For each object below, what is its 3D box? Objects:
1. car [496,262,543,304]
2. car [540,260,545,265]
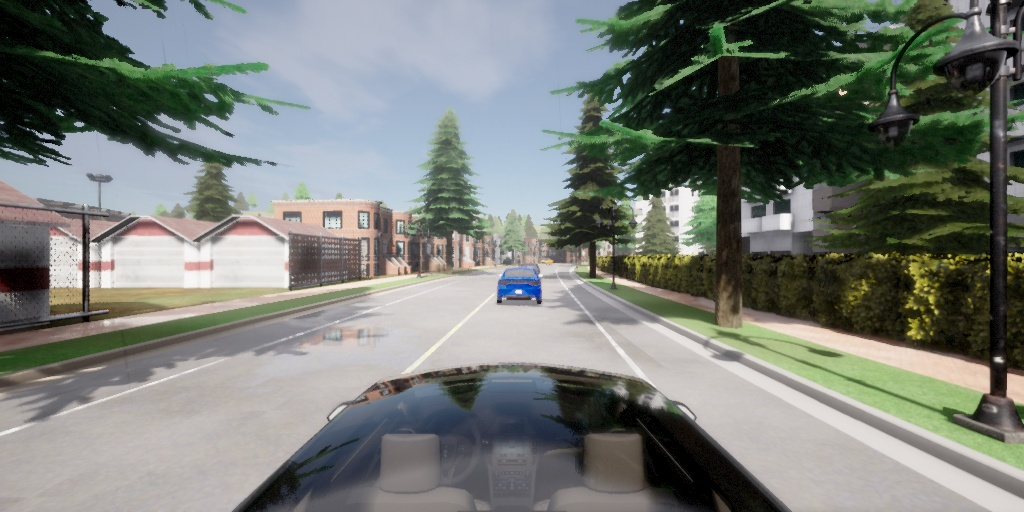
[{"bbox_3d":[0.391,1.241,16.400,1.882,1.535,5.008,0,0,3],"label":"car"},{"bbox_3d":[1.570,1.326,31.259,2.033,1.411,5.357,0,0,6],"label":"car"}]
